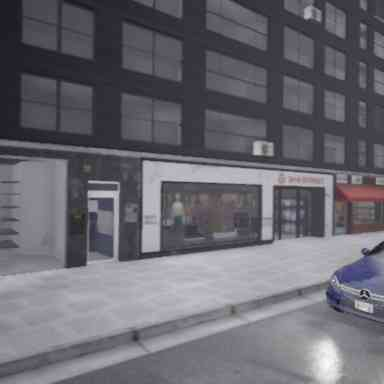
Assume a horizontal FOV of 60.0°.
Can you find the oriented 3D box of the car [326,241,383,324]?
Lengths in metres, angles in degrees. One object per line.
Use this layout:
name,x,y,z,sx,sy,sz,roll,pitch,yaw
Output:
car,4.659,1.602,6.702,4.674,1.442,1.812,1,0,-35
